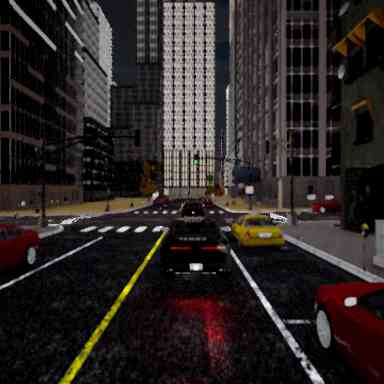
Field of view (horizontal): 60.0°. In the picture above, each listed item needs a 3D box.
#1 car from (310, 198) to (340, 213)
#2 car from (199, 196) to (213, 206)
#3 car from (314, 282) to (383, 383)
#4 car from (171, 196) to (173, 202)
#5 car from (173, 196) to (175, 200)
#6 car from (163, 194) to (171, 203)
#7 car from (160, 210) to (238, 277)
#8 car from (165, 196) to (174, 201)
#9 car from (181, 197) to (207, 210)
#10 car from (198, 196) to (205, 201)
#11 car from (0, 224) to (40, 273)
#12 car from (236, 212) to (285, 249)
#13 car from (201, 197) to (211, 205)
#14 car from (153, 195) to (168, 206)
[{"bbox_3d":[14.238,1.310,33.438,4.507,1.381,1.887,-1,1,0],"label":"car"},{"bbox_3d":[2.658,1.531,57.835,1.967,1.590,4.097,-1,0,0],"label":"car"},{"bbox_3d":[2.681,1.550,3.262,1.887,1.381,4.507,-1,0,0],"label":"car"},{"bbox_3d":[-5.728,1.424,68.953,2.192,1.841,5.009,-1,0,0],"label":"car"},{"bbox_3d":[-5.731,1.653,79.901,1.752,1.417,4.829,-1,0,0],"label":"car"},{"bbox_3d":[-5.725,1.415,63.393,2.192,1.841,5.009,-1,0,0],"label":"car"},{"bbox_3d":[0.094,1.520,10.272,1.837,1.490,4.892,0,0,0],"label":"car"},{"bbox_3d":[-5.732,1.682,85.630,1.887,1.381,4.507,-1,0,0],"label":"car"},{"bbox_3d":[0.088,1.522,29.444,1.882,1.535,5.008,0,0,0],"label":"car"},{"bbox_3d":[2.647,1.728,91.192,1.802,1.307,4.206,-1,0,0],"label":"car"},{"bbox_3d":[-5.702,1.558,8.796,1.887,1.381,4.507,-1,0,0],"label":"car"},{"bbox_3d":[2.676,1.547,14.479,1.752,1.417,4.829,-1,0,0],"label":"car"},{"bbox_3d":[2.657,1.625,63.564,1.752,1.417,4.829,-1,0,0],"label":"car"},{"bbox_3d":[-5.721,1.635,57.833,1.887,1.381,4.507,-1,0,0],"label":"car"}]
